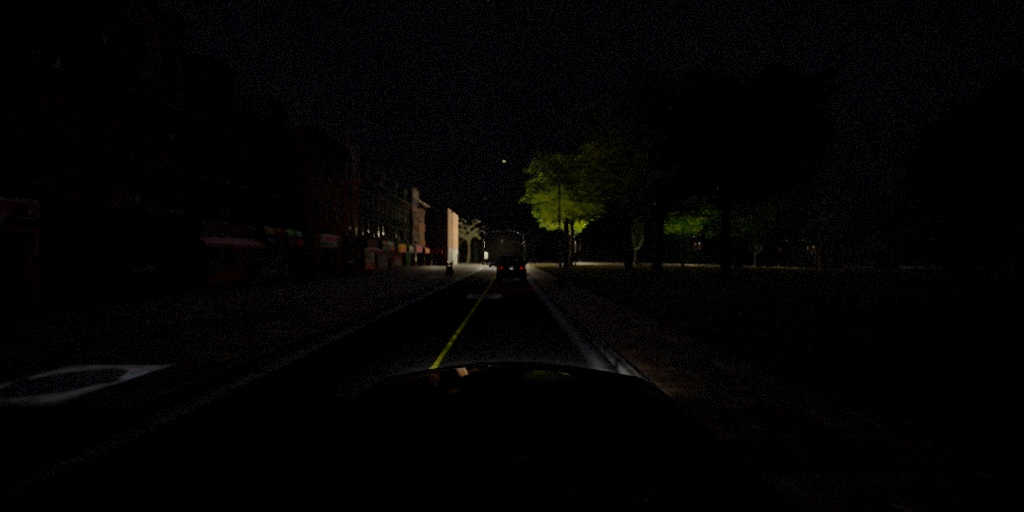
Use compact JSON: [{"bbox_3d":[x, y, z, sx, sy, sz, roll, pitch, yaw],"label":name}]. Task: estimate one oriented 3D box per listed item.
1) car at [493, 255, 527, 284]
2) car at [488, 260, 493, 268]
[{"bbox_3d":[-0.048,0.956,27.091,2.150,2.045,5.566,0,0,0],"label":"car"},{"bbox_3d":[-3.142,1.415,63.776,1.895,1.301,4.718,0,0,0],"label":"car"}]
